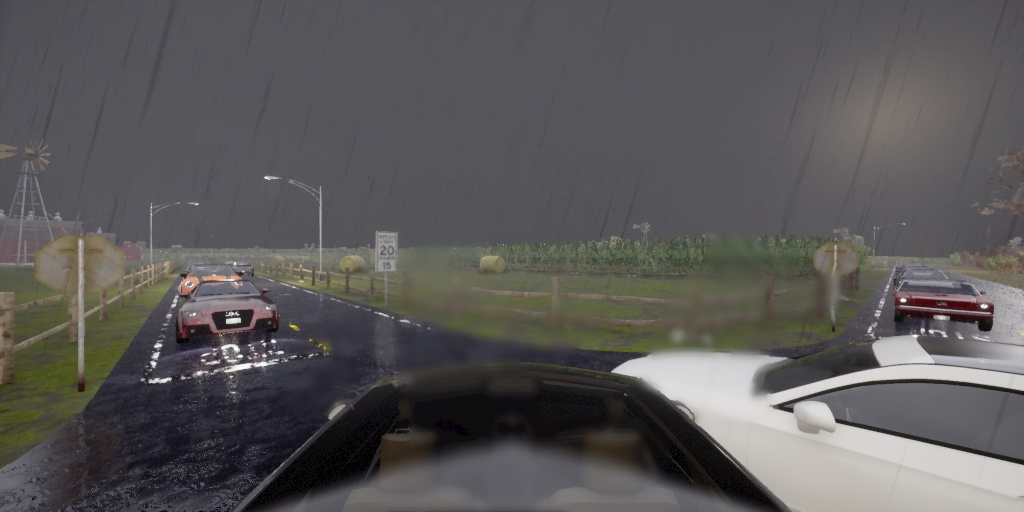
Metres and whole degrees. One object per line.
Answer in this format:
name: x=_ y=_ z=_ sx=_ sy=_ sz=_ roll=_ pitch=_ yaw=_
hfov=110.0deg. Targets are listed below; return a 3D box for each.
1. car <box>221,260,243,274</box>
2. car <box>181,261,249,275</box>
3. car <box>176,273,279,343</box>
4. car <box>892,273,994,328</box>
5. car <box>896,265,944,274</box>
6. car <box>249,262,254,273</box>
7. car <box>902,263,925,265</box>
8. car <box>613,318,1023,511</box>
car: x=-33.704 y=1.300 z=43.131 sx=1.837 sy=1.490 sz=4.892 roll=0 pitch=0 yaw=-41
car: x=-13.718 y=1.138 z=16.444 sx=2.097 sy=1.767 sz=4.553 roll=0 pitch=0 yaw=-42
car: x=-7.941 y=1.354 z=9.961 sx=1.994 sy=1.385 sz=4.181 roll=0 pitch=0 yaw=-43
car: x=13.517 y=1.397 z=11.437 sx=4.718 sy=1.301 sz=1.895 roll=0 pitch=1 yaw=-43
car: x=20.594 y=1.361 z=18.000 sx=5.357 sy=1.411 sz=2.033 roll=0 pitch=1 yaw=-43
car: x=-26.983 y=1.280 z=35.673 sx=2.128 sy=1.511 sz=4.902 roll=0 pitch=0 yaw=-41
car: x=27.349 y=1.398 z=24.255 sx=4.181 sy=1.385 sz=1.994 roll=0 pitch=1 yaw=-43
car: x=2.838 y=1.294 z=2.375 sx=1.812 sy=1.442 sz=4.674 roll=0 pitch=1 yaw=-44
